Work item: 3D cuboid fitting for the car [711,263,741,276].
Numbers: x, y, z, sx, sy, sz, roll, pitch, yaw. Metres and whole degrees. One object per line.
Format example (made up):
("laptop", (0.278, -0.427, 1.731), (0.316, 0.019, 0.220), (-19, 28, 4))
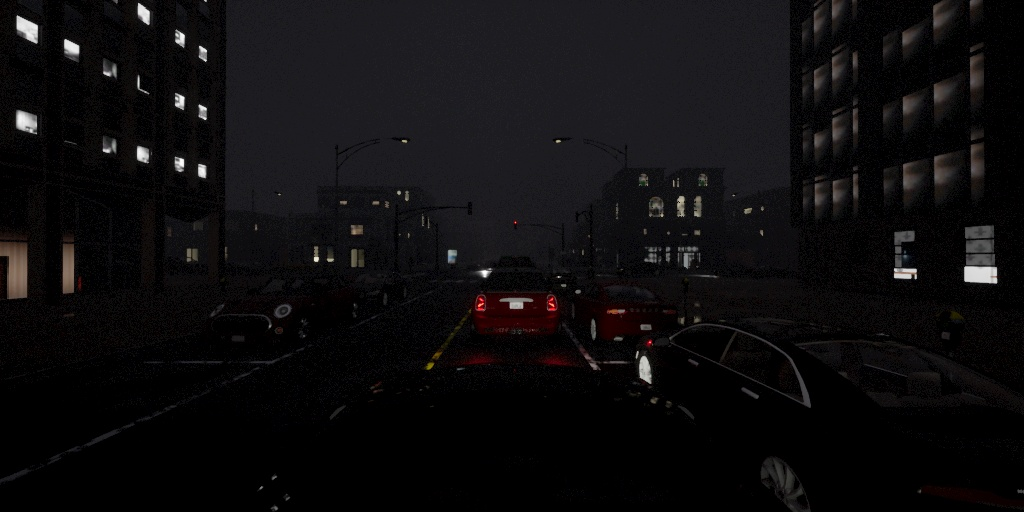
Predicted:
("car", (23.618, 1.447, 38.256), (4.181, 1.385, 1.994), (0, 0, 2))

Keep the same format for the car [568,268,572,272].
("car", (2.683, 1.303, 20.813), (2.007, 1.370, 4.403), (0, 0, 0))

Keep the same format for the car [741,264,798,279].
("car", (23.631, 1.433, 32.434), (4.207, 1.307, 1.802), (0, 0, 1))

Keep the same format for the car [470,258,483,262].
("car", (-5.709, 1.338, 53.213), (1.802, 1.307, 4.207), (0, 0, 0))

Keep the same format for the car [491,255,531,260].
("car", (0.113, 0.974, 20.128), (2.150, 2.045, 5.566), (0, 0, -1))

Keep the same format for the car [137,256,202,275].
("car", (-30.964, 0.918, 33.289), (5.009, 1.841, 2.192), (0, 0, 1))

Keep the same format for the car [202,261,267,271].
("car", (-25.427, 1.177, 33.206), (4.403, 1.370, 2.007), (0, 0, 1))

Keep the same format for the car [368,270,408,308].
("car", (-5.696, 1.302, 15.135), (2.007, 1.370, 4.403), (0, 0, 0))

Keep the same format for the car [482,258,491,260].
("car", (-3.092, 1.357, 52.070), (1.895, 1.301, 4.718), (0, 0, -1))

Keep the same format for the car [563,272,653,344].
("car", (2.687, 1.296, 9.429), (1.888, 1.381, 4.507), (0, 0, 0))

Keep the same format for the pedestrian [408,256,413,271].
("pedestrian", (-12.568, 0.885, 44.345), (0.375, 1.860, 0.375), (0, -1, 1))

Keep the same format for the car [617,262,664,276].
("car", (13.772, 1.339, 38.403), (4.892, 1.490, 1.837), (0, 0, 1))

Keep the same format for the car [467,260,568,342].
("car", (0.096, 1.103, 9.974), (2.097, 1.767, 4.553), (0, 0, 0))

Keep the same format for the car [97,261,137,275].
("car", (-36.500, 1.131, 33.372), (4.403, 1.370, 2.007), (0, 0, 1))

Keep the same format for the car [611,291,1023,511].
("car", (2.689, 1.301, 3.737), (2.007, 1.370, 4.403), (0, 0, 0))

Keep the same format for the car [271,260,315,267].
("car", (-25.469, 1.198, 41.588), (4.829, 1.417, 1.751), (0, 0, 1))

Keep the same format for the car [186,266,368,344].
("car", (-5.693, 1.190, 9.443), (1.967, 1.591, 4.097), (0, 0, 0))
